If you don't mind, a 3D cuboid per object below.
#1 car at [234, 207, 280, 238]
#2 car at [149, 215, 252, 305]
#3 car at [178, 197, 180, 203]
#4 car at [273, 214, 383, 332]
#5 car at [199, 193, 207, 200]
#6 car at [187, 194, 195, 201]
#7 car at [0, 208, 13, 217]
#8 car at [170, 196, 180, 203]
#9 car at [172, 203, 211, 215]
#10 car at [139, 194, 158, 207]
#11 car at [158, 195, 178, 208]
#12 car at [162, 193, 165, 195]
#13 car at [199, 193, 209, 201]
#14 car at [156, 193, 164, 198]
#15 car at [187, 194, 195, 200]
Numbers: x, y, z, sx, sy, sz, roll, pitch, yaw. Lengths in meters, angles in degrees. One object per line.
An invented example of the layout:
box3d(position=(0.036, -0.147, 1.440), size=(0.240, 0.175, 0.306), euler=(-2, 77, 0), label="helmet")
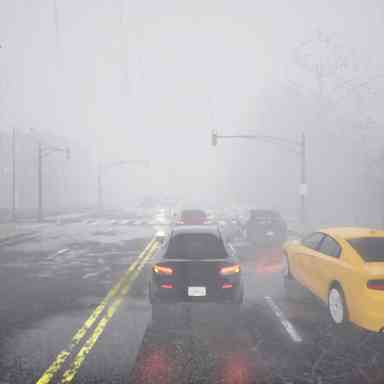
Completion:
box3d(position=(3.301, 1.501, 16.434), size=(1.837, 1.490, 4.892), euler=(0, 0, 0), label="car")
box3d(position=(0.076, 1.524, 7.958), size=(1.812, 1.442, 4.674), euler=(0, 0, 0), label="car")
box3d(position=(-3.514, 1.508, 59.219), size=(1.812, 1.442, 4.674), euler=(0, 0, 1), label="car")
box3d(position=(3.330, 1.476, 6.977), size=(1.882, 1.535, 5.008), euler=(0, 0, 0), label="car")
box3d(position=(2.972, 1.155, 89.375), size=(2.097, 1.767, 4.553), euler=(0, 0, 0), label="car")
box3d(position=(-0.248, 1.561, 79.423), size=(1.895, 1.301, 4.718), euler=(0, 0, 0), label="car")
box3d(position=(-19.788, 1.763, 31.200), size=(5.357, 1.411, 2.033), euler=(-1, 1, 0), label="car")
box3d(position=(-3.465, 1.574, 69.380), size=(1.895, 1.301, 4.718), euler=(0, 0, 0), label="car")
box3d(position=(0.013, 1.522, 17.038), size=(1.812, 1.442, 4.674), euler=(0, 0, -2), label="car")
box3d(position=(-6.742, 1.464, 49.836), size=(1.882, 1.535, 5.008), euler=(0, 0, 0), label="car")
box3d(position=(-3.490, 1.512, 49.170), size=(1.812, 1.442, 4.674), euler=(0, 0, 0), label="car")
box3d(position=(-6.720, 1.202, 70.838), size=(2.150, 2.045, 5.566), euler=(0, 0, 0), label="car")
box3d(position=(3.003, 1.505, 78.987), size=(2.033, 1.411, 5.357), euler=(0, 0, 0), label="car")
box3d(position=(-6.757, 1.459, 60.216), size=(1.882, 1.535, 5.008), euler=(0, 0, 0), label="car")
box3d(position=(-0.278, 1.277, 89.395), size=(1.882, 1.535, 5.008), euler=(0, 0, 0), label="car")
